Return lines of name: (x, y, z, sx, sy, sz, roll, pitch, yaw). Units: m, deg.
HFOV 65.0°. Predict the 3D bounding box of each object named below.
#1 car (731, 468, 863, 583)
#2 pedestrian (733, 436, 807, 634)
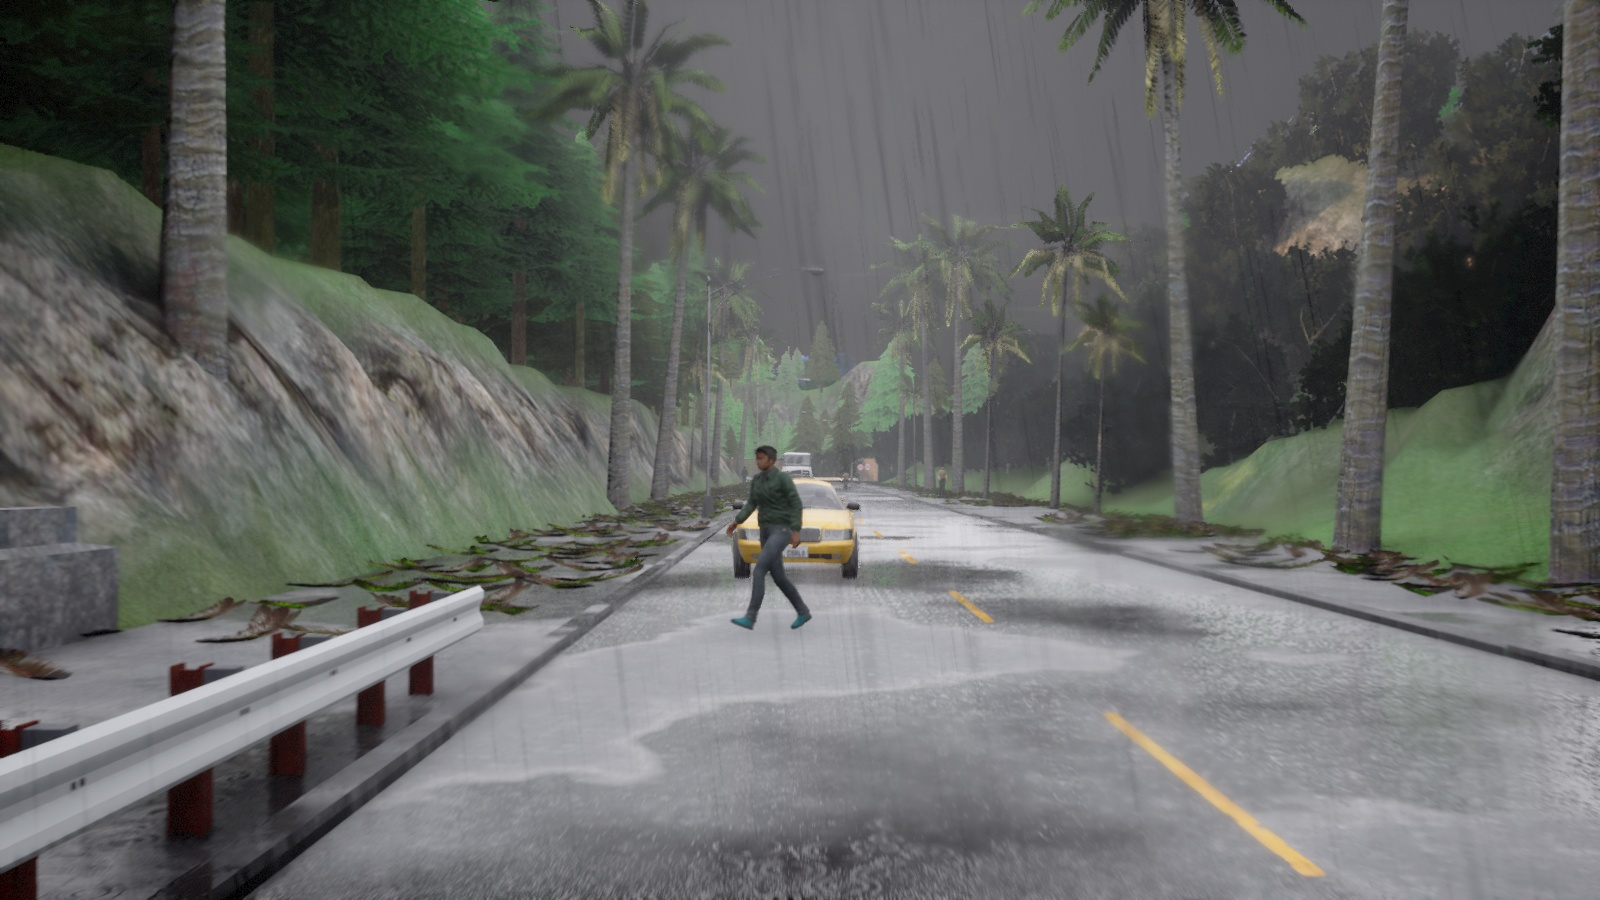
car: (-0.050, 1.090, 19.941, 1.801, 1.575, 5.366, 0, -1, 0)
pedestrian: (-0.288, 0.800, 12.052, 0.614, 1.847, 0.353, 0, -1, -37)
